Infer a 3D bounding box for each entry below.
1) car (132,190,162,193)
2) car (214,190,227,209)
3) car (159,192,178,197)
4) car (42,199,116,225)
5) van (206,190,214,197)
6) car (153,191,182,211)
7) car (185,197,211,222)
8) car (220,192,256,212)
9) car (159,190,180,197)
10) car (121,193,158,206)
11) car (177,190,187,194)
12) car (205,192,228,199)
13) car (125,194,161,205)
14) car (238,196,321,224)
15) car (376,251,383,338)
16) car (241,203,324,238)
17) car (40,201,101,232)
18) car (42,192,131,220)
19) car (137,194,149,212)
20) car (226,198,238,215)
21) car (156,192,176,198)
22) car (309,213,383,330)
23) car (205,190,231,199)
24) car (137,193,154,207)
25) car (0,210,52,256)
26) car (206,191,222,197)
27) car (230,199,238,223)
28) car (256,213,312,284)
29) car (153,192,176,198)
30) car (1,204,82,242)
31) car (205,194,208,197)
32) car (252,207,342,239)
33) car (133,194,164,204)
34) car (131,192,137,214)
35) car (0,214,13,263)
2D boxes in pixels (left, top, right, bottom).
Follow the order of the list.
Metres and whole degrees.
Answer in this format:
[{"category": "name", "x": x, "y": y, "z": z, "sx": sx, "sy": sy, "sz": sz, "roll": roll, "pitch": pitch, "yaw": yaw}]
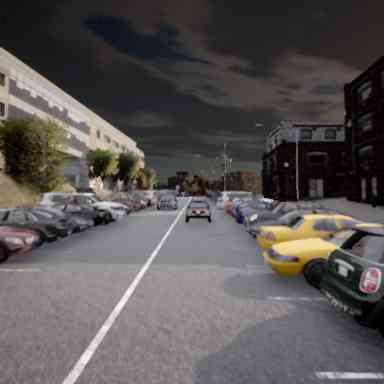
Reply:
[{"category": "car", "x": -7.052, "y": 0.874, "z": 41.761, "sx": 5.566, "sy": 2.045, "sz": 2.435, "roll": 0, "pitch": 1, "yaw": 1}, {"category": "car", "x": 5.186, "y": 1.003, "z": 32.141, "sx": 5.566, "sy": 2.045, "sz": 2.435, "roll": 0, "pitch": 1, "yaw": 1}, {"category": "car", "x": -6.262, "y": 0.690, "z": 89.248, "sx": 4.792, "sy": 1.488, "sz": 2.163, "roll": 0, "pitch": 1, "yaw": 1}, {"category": "car", "x": -7.365, "y": 1.344, "z": 19.418, "sx": 5.008, "sy": 1.535, "sz": 2.097, "roll": 0, "pitch": 1, "yaw": 1}, {"category": "van", "x": 5.900, "y": 0.633, "z": 72.574, "sx": 4.442, "sy": 1.987, "sz": 1.878, "roll": 0, "pitch": 1, "yaw": 1}, {"category": "car", "x": -2.563, "y": 1.069, "z": 35.746, "sx": 2.097, "sy": 1.767, "sz": 4.553, "roll": 0, "pitch": 1, "yaw": 1}, {"category": "car", "x": 0.463, "y": 1.381, "z": 24.805, "sx": 2.033, "sy": 1.411, "sz": 5.357, "roll": 0, "pitch": 1, "yaw": 1}, {"category": "car", "x": 5.083, "y": 1.156, "z": 29.331, "sx": 4.553, "sy": 1.767, "sz": 2.185, "roll": 0, "pitch": 1, "yaw": 1}, {"category": "car", "x": -6.219, "y": 0.381, "z": 92.038, "sx": 5.566, "sy": 2.045, "sz": 2.435, "roll": 0, "pitch": 1, "yaw": 1}, {"category": "car", "x": -6.951, "y": 0.972, "z": 44.556, "sx": 4.553, "sy": 1.767, "sz": 2.185, "roll": 0, "pitch": 1, "yaw": 1}, {"category": "car", "x": -1.841, "y": 0.588, "z": 76.253, "sx": 2.128, "sy": 1.511, "sz": 4.902, "roll": 0, "pitch": 1, "yaw": 1}, {"category": "car", "x": 5.682, "y": 0.802, "z": 78.037, "sx": 5.366, "sy": 1.575, "sz": 1.946, "roll": 0, "pitch": 1, "yaw": 1}, {"category": "car", "x": -6.967, "y": 1.100, "z": 47.349, "sx": 4.792, "sy": 1.488, "sz": 2.163, "roll": 0, "pitch": 1, "yaw": 1}, {"category": "car", "x": 4.962, "y": 1.273, "z": 17.454, "sx": 4.553, "sy": 1.767, "sz": 2.185, "roll": 0, "pitch": 1, "yaw": 1}, {"category": "car", "x": 4.710, "y": 1.514, "z": 2.870, "sx": 5.008, "sy": 1.535, "sz": 2.097, "roll": 0, "pitch": 0, "yaw": 1}, {"category": "car", "x": 4.893, "y": 1.427, "z": 14.643, "sx": 4.892, "sy": 1.521, "sz": 2.231, "roll": 0, "pitch": 1, "yaw": 1}, {"category": "car", "x": -7.421, "y": 1.372, "z": 16.626, "sx": 4.892, "sy": 1.521, "sz": 2.231, "roll": 0, "pitch": 1, "yaw": 1}, {"category": "car", "x": -7.299, "y": 1.065, "z": 22.209, "sx": 5.566, "sy": 2.045, "sz": 2.435, "roll": 0, "pitch": 1, "yaw": 1}, {"category": "car", "x": -7.125, "y": 1.237, "z": 33.382, "sx": 4.792, "sy": 1.488, "sz": 2.163, "roll": 0, "pitch": 1, "yaw": 1}, {"category": "car", "x": 5.018, "y": 1.381, "z": 23.332, "sx": 4.674, "sy": 1.452, "sz": 2.002, "roll": 0, "pitch": 1, "yaw": 1}, {"category": "car", "x": -6.407, "y": 0.744, "z": 83.662, "sx": 4.792, "sy": 1.488, "sz": 2.163, "roll": 0, "pitch": 1, "yaw": 1}, {"category": "car", "x": 4.718, "y": 1.383, "z": 5.700, "sx": 4.553, "sy": 1.767, "sz": 2.185, "roll": 0, "pitch": 0, "yaw": 1}, {"category": "car", "x": 5.855, "y": 0.580, "z": 75.366, "sx": 5.566, "sy": 2.045, "sz": 2.435, "roll": 0, "pitch": 1, "yaw": 1}, {"category": "car", "x": -7.098, "y": 1.182, "z": 38.972, "sx": 4.792, "sy": 1.488, "sz": 2.163, "roll": 0, "pitch": 1, "yaw": 1}, {"category": "car", "x": -7.503, "y": 1.466, "z": 11.039, "sx": 4.674, "sy": 1.452, "sz": 2.002, "roll": 0, "pitch": 1, "yaw": 1}, {"category": "car", "x": 6.054, "y": 0.541, "z": 92.114, "sx": 4.553, "sy": 1.767, "sz": 2.185, "roll": 0, "pitch": 0, "yaw": 1}, {"category": "car", "x": 5.004, "y": 1.399, "z": 20.393, "sx": 4.792, "sy": 1.488, "sz": 2.163, "roll": 0, "pitch": 1, "yaw": 1}, {"category": "car", "x": 4.609, "y": 1.481, "z": 8.644, "sx": 5.366, "sy": 1.575, "sz": 1.946, "roll": 0, "pitch": 1, "yaw": 1}, {"category": "car", "x": -6.606, "y": 0.738, "z": 80.871, "sx": 5.366, "sy": 1.575, "sz": 1.946, "roll": 0, "pitch": 1, "yaw": 1}, {"category": "car", "x": -7.453, "y": 1.401, "z": 13.707, "sx": 4.892, "sy": 1.521, "sz": 2.231, "roll": 0, "pitch": 1, "yaw": 1}, {"category": "car", "x": 0.728, "y": 1.267, "z": 41.883, "sx": 1.895, "sy": 1.301, "sz": 4.718, "roll": 0, "pitch": 1, "yaw": 1}, {"category": "car", "x": 5.024, "y": 1.453, "z": 11.578, "sx": 5.366, "sy": 1.575, "sz": 1.946, "roll": 0, "pitch": 1, "yaw": 1}, {"category": "car", "x": -6.850, "y": 1.056, "z": 52.937, "sx": 4.674, "sy": 1.452, "sz": 2.002, "roll": 0, "pitch": 1, "yaw": 1}, {"category": "car", "x": -7.274, "y": 1.137, "z": 27.672, "sx": 4.553, "sy": 1.767, "sz": 2.185, "roll": 0, "pitch": 1, "yaw": 1}, {"category": "car", "x": -7.550, "y": 1.454, "z": 8.248, "sx": 4.892, "sy": 1.521, "sz": 2.231, "roll": 0, "pitch": 0, "yaw": 1}]
